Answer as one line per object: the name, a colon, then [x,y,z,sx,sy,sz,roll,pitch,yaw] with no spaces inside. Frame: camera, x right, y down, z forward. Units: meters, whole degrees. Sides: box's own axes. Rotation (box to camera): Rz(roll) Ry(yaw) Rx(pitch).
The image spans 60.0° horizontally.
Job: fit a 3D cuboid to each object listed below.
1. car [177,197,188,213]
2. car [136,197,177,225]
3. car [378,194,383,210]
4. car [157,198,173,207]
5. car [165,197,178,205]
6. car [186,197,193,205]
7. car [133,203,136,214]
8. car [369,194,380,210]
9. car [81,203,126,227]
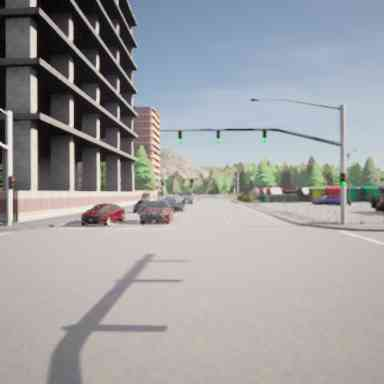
car: [-1.944,1.657,38.761,1.994,1.385,4.181,0,0,3]
car: [-2.547,1.419,24.880,2.097,1.767,4.553,0,0,2]
car: [27.238,1.320,43.717,3.905,1.438,1.784,0,0,3]
car: [-4.530,1.701,57.195,2.033,1.411,5.357,0,0,3]
car: [-4.059,1.715,65.651,2.033,1.411,5.357,0,0,3]
car: [-0.741,1.631,62.271,2.128,1.511,4.902,0,0,3]
car: [-5.398,1.621,37.770,1.837,1.490,4.892,0,0,3]
car: [27.334,1.115,46.400,4.605,1.855,1.932,0,0,3]
car: [-6.317,1.569,24.171,1.882,1.535,5.008,0,0,6]
